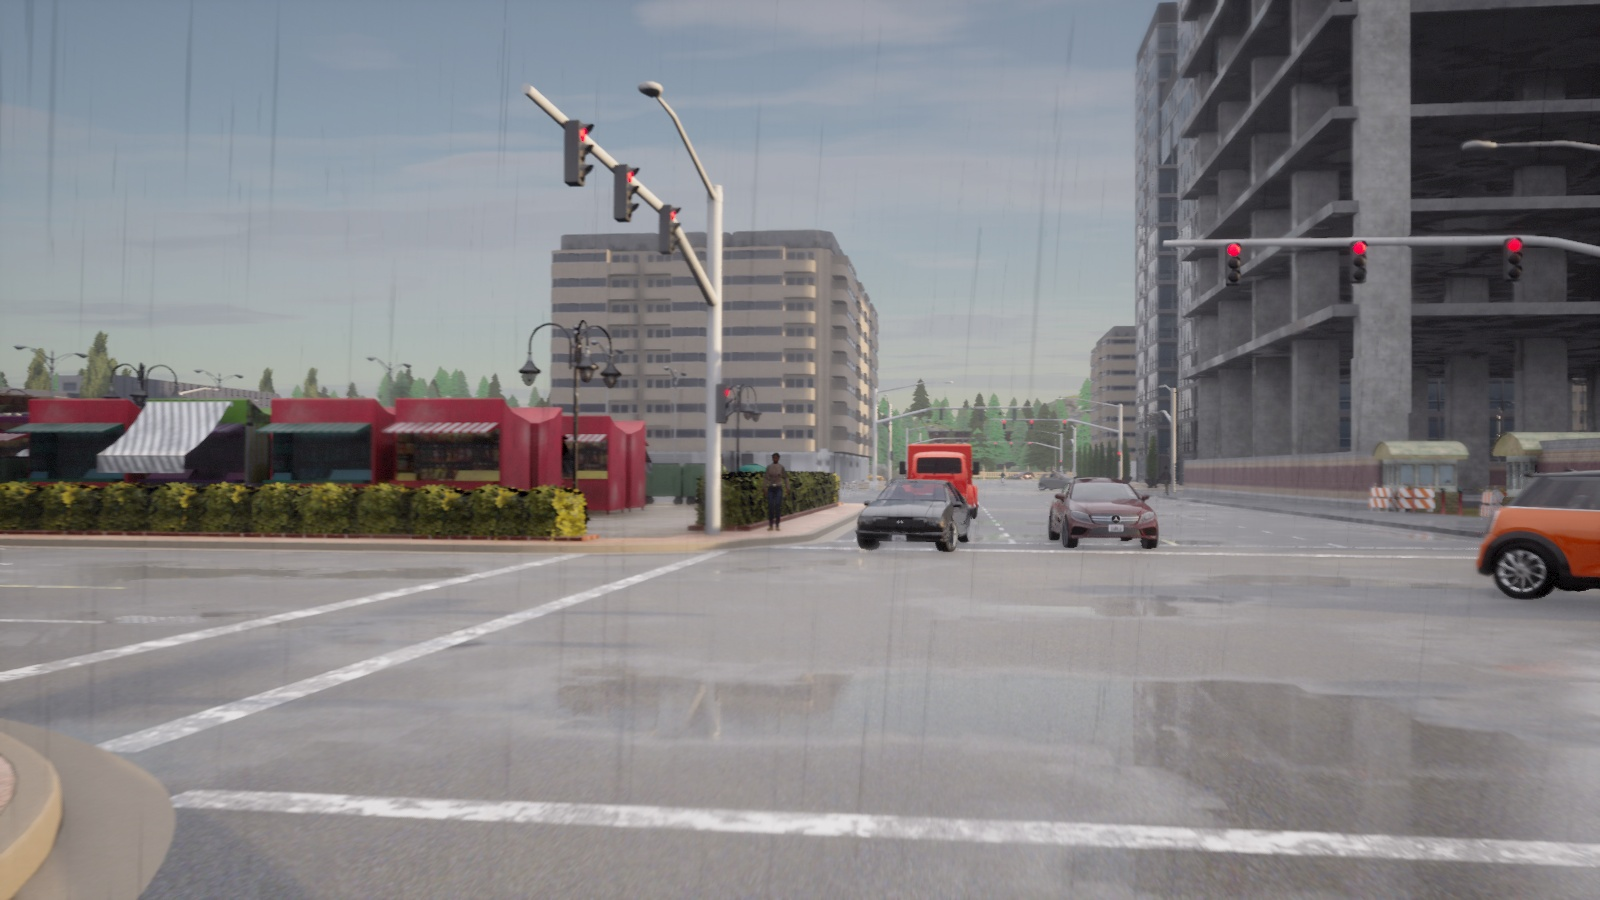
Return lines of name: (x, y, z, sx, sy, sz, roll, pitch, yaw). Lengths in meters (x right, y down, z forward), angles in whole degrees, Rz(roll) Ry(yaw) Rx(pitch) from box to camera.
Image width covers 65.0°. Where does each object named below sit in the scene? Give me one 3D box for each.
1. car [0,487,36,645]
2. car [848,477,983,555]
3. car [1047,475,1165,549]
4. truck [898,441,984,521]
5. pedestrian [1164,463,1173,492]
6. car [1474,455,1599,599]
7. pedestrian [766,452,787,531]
car: (-9.487, 1.111, 11.751, 3.633, 1.501, 1.845, 0, -1, 7)
car: (2.572, 1.310, 26.654, 2.033, 1.411, 5.357, 0, 0, 14)
car: (6.544, 1.280, 27.326, 1.812, 1.442, 4.674, 0, -1, 5)
truck: (4.663, 1.006, 41.388, 2.627, 2.467, 5.204, 0, -1, 7)
pedestrian: (23.043, 1.711, 78.537, 0.431, 1.840, 0.703, 0, -1, 6)
car: (11.133, 0.939, 15.441, 2.097, 1.767, 4.553, 1, -2, -42)
pedestrian: (-0.542, 0.963, 29.395, 0.328, 1.805, 0.869, 0, -1, 10)
